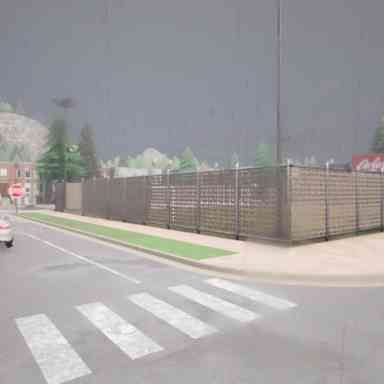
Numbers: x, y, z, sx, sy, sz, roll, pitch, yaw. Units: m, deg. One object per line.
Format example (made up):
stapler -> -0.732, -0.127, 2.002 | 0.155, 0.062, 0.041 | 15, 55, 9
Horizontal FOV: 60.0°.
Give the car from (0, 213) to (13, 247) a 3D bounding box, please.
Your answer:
car -> -8.884, 1.529, 14.202 | 1.812, 1.442, 4.674 | 0, 0, -35
